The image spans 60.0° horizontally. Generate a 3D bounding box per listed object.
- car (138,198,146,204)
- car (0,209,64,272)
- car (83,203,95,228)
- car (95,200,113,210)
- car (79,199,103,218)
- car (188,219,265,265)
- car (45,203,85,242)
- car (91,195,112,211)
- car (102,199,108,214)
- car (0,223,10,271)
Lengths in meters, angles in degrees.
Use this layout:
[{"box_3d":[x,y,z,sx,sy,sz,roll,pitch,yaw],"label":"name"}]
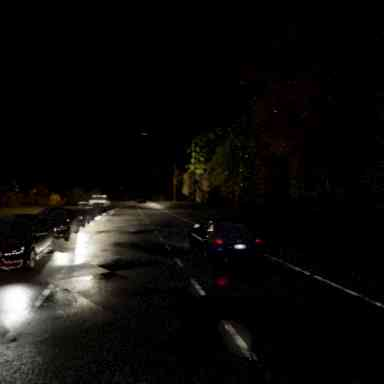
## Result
[{"box_3d":[-12.108,2.135,80.048,1.895,1.301,4.718,1,0,-11],"label":"car"},{"box_3d":[-5.704,1.528,10.776,1.837,1.490,4.892,1,0,-11],"label":"car"},{"box_3d":[-8.071,1.702,22.891,1.895,1.301,4.718,1,-1,-11],"label":"car"},{"box_3d":[-12.624,1.863,47.865,1.895,1.301,4.718,1,-1,-8],"label":"car"},{"box_3d":[-9.240,1.632,28.949,2.128,1.511,4.902,1,-1,-11],"label":"car"},{"box_3d":[1.107,1.695,12.389,1.994,1.385,4.181,1,-1,-11],"label":"car"},{"box_3d":[-6.904,1.540,16.916,1.882,1.535,5.008,1,0,-11],"label":"car"},{"box_3d":[-11.631,1.442,41.575,2.150,2.045,5.566,1,-1,-10],"label":"car"},{"box_3d":[-10.436,1.745,35.247,1.994,1.385,4.181,1,-1,-10],"label":"car"},{"box_3d":[-4.505,1.461,4.644,1.882,1.535,5.008,1,-1,-11],"label":"car"}]
